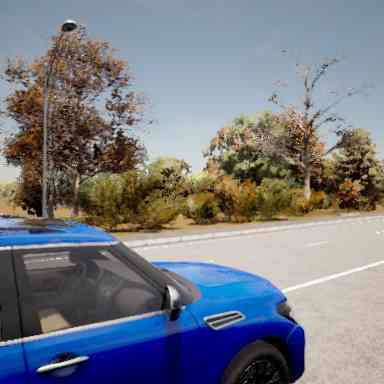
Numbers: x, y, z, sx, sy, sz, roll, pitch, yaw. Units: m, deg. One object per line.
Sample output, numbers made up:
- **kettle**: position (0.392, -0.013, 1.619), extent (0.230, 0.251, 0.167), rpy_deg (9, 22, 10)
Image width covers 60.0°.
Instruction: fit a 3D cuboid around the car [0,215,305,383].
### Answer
- **car**: position (-1.455, 1.228, 2.760), extent (5.566, 2.045, 2.150), rpy_deg (1, 0, -36)
